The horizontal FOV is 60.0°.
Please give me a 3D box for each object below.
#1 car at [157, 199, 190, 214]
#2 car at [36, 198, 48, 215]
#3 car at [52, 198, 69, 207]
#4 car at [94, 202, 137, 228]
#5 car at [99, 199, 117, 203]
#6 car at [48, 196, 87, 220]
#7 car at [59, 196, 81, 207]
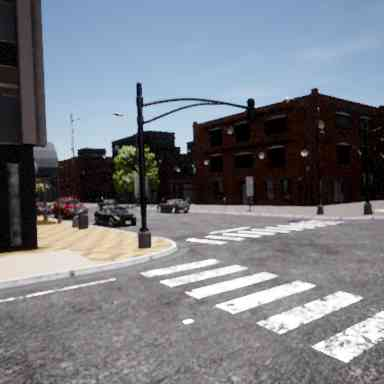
[{"bbox_3d":[-1.911,1.383,33.088,2.008,1.369,4.403,-4,1,-37],"label":"car"},{"bbox_3d":[-18.256,1.870,40.677,1.967,1.590,4.097,-4,1,-37],"label":"car"},{"bbox_3d":[-25.362,1.986,64.133,1.752,1.417,4.829,-4,1,-37],"label":"car"},{"bbox_3d":[-5.497,1.656,23.483,1.947,1.339,4.313,-4,1,-37],"label":"car"},{"bbox_3d":[-11.526,1.642,45.709,2.008,1.369,4.403,-4,1,-37],"label":"car"},{"bbox_3d":[-11.693,1.571,31.767,2.192,1.841,5.009,-4,1,-37],"label":"car"},{"bbox_3d":[-21.951,1.685,59.566,2.192,1.841,5.009,-4,1,-37],"label":"car"}]
